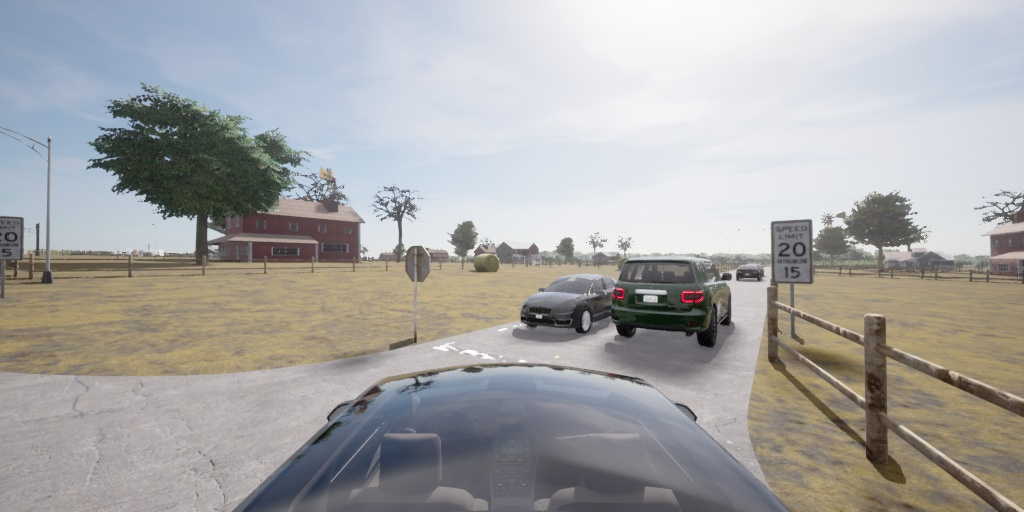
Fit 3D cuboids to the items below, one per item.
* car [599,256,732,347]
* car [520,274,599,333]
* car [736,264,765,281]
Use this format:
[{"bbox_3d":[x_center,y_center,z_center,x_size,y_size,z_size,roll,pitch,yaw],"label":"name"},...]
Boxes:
[{"bbox_3d":[4.593,1.043,9.920,2.150,2.045,5.566,-1,-1,36],"label":"car"},{"bbox_3d":[2.149,1.365,11.402,1.837,1.490,4.892,-1,-1,36],"label":"car"},{"bbox_3d":[23.036,1.567,34.813,1.882,1.535,5.008,-1,-1,37],"label":"car"}]
